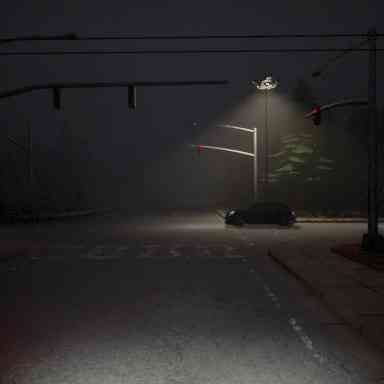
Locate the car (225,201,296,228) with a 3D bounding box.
[{"bbox_3d":[4.518,1.408,22.311,4.553,1.767,2.097,0,0,3],"label":"car"}]
